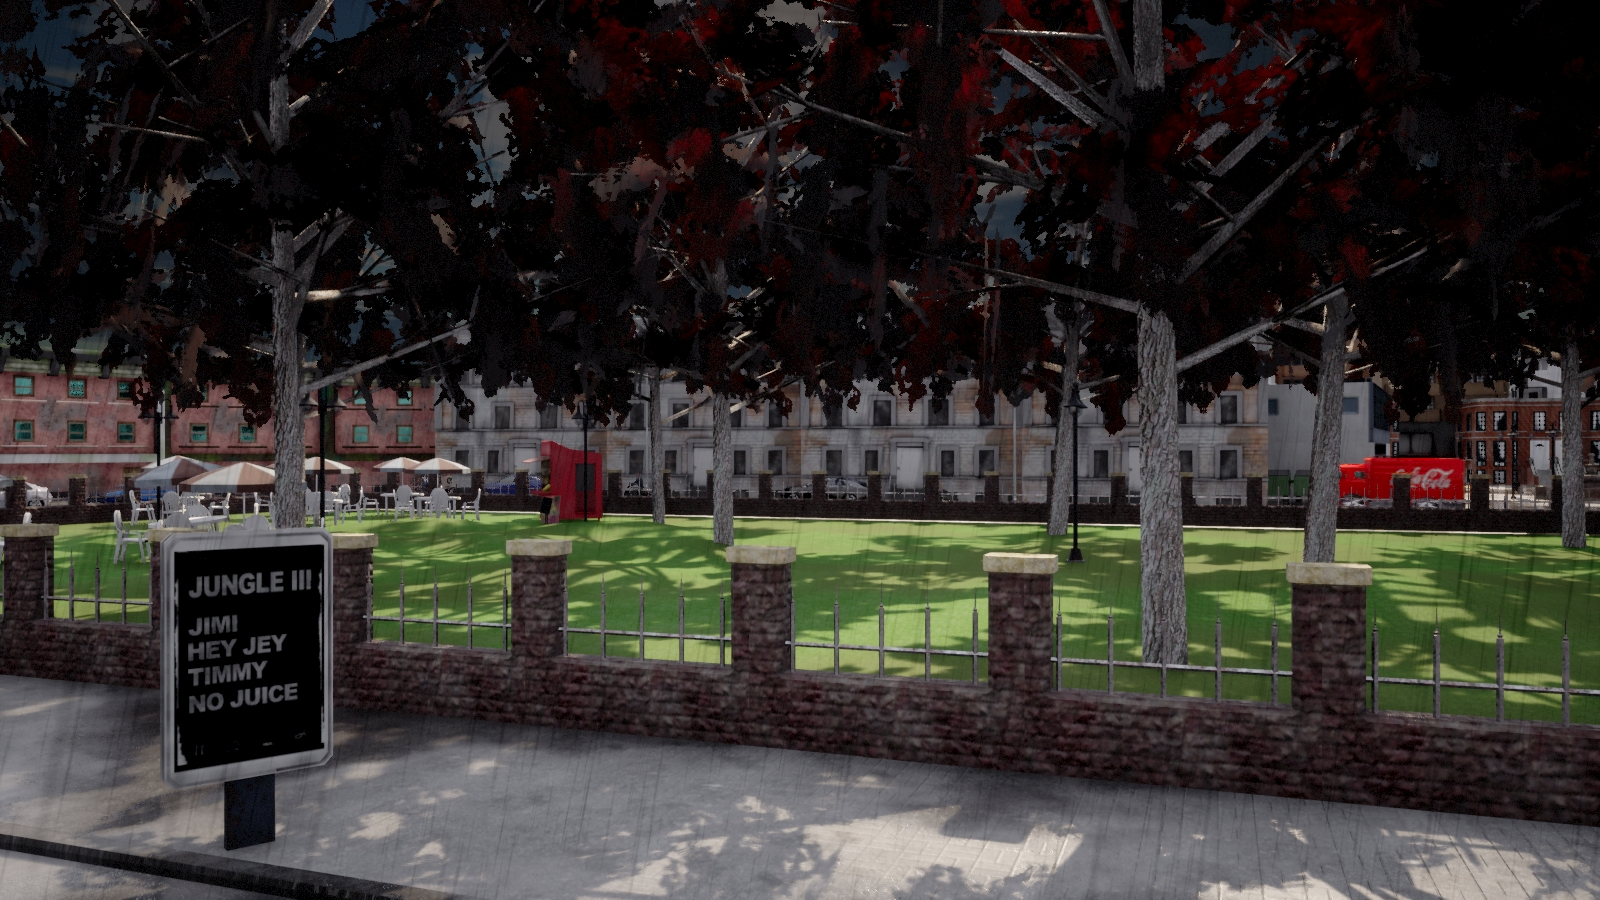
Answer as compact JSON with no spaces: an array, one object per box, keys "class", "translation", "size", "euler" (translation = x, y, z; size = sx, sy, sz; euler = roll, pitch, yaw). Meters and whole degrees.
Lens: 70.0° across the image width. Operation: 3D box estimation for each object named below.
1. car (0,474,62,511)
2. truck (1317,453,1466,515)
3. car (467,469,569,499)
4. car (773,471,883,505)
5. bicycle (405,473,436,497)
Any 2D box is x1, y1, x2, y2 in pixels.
[{"class":"car","translation":[-35.185,1.861,49.619],"size":[2.231,1.480,4.892],"euler":[0,0,20]},{"class":"truck","translation":[24.411,1.346,47.402],"size":[5.204,2.467,2.627],"euler":[0,0,20]},{"class":"car","translation":[-15.246,1.829,61.766],"size":[5.006,1.535,2.097],"euler":[0,0,20]},{"class":"car","translation":[1.372,1.835,55.745],"size":[4.902,1.511,2.128],"euler":[0,0,20]},{"class":"bicycle","translation":[-21.107,1.954,63.616],"size":[1.643,1.296,0.373],"euler":[0,1,11]}]
